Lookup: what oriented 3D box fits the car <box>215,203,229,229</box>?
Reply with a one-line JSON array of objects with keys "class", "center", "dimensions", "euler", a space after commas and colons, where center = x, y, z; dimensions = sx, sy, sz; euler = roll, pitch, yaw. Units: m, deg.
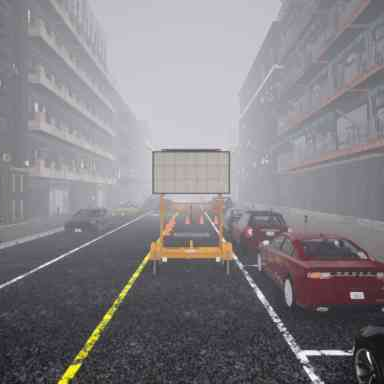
[{"class": "car", "center": [2.656, 1.549, 18.901], "dimensions": [2.008, 1.369, 4.403], "euler": [0, 0, 0]}]

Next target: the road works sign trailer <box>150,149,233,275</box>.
[{"class": "road works sign trailer", "center": [-0.020, 0.464, 10.393], "dimensions": [2.380, 3.560, 2.880], "euler": [0, 0, 0]}]

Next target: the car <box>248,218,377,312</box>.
[{"class": "car", "center": [2.677, 1.544, 7.629], "dimensions": [1.887, 1.381, 4.507], "euler": [0, 0, 0]}]

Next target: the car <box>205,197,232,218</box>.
[{"class": "car", "center": [2.635, 1.310, 30.174], "dimensions": [2.192, 1.841, 5.009], "euler": [0, 0, 0]}]

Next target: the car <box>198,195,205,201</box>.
[{"class": "car", "center": [2.537, 1.497, 81.072], "dimensions": [1.752, 1.417, 4.829], "euler": [0, 0, 0]}]

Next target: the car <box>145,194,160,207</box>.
[{"class": "car", "center": [-5.779, 1.429, 47.072], "dimensions": [1.967, 1.590, 4.097], "euler": [0, 0, 0]}]

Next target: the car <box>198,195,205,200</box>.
[{"class": "car", "center": [2.516, 1.509, 92.175], "dimensions": [1.887, 1.381, 4.507], "euler": [0, 0, 0]}]

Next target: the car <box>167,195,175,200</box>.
[{"class": "car", "center": [-5.864, 1.509, 92.163], "dimensions": [1.887, 1.381, 4.507], "euler": [0, 0, 0]}]

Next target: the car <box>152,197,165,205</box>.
[{"class": "car", "center": [-5.801, 1.566, 58.345], "dimensions": [1.802, 1.307, 4.206], "euler": [0, 0, 0]}]

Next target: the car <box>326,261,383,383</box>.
[{"class": "car", "center": [2.687, 1.566, 1.993], "dimensions": [1.947, 1.339, 4.313], "euler": [0, 0, 0]}]

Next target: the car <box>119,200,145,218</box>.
[{"class": "car", "center": [-5.746, 1.521, 29.992], "dimensions": [1.752, 1.417, 4.829], "euler": [0, 0, 0]}]

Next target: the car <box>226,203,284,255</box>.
[{"class": "car", "center": [2.666, 1.439, 13.266], "dimensions": [1.967, 1.590, 4.097], "euler": [0, 0, 0]}]

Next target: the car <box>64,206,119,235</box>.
[{"class": "car", "center": [-5.725, 1.564, 18.888], "dimensions": [1.947, 1.339, 4.313], "euler": [0, 0, 0]}]

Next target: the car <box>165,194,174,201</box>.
[{"class": "car", "center": [-5.853, 1.408, 86.526], "dimensions": [1.967, 1.590, 4.097], "euler": [0, 0, 0]}]

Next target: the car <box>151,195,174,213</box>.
[{"class": "car", "center": [-3.070, 1.470, 36.768], "dimensions": [1.882, 1.535, 5.008], "euler": [0, 0, 0]}]
